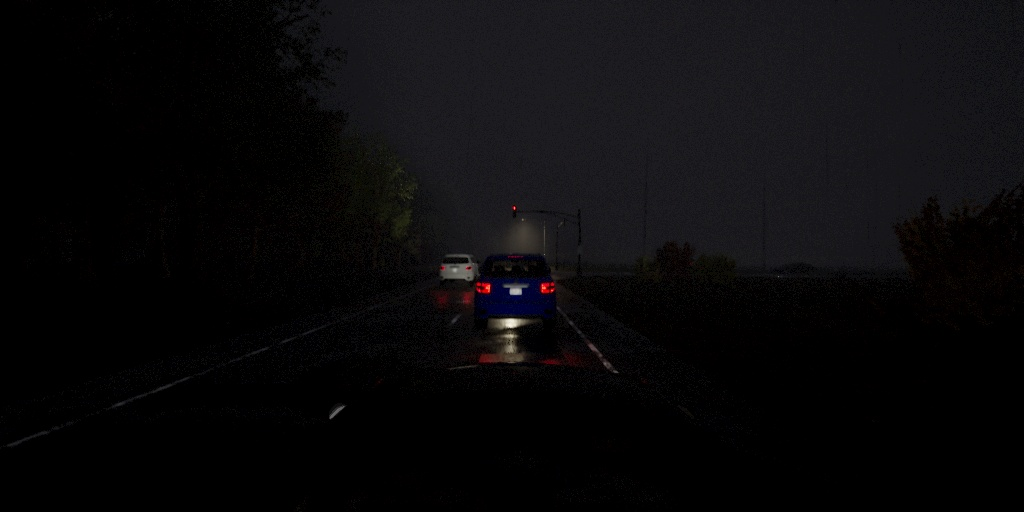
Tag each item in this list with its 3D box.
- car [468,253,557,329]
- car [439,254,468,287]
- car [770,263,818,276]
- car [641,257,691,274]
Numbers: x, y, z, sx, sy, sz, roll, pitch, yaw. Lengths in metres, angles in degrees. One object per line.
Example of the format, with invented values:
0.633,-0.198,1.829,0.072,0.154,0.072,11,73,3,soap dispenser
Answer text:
0.089,0.939,11.252,2.150,2.045,5.566,0,0,0,car
-3.425,0.897,24.181,2.150,2.045,5.566,0,0,0,car
33.418,1.531,42.625,4.892,1.490,1.837,1,-1,0,car
18.341,1.083,42.685,5.566,2.045,2.150,1,-1,0,car
